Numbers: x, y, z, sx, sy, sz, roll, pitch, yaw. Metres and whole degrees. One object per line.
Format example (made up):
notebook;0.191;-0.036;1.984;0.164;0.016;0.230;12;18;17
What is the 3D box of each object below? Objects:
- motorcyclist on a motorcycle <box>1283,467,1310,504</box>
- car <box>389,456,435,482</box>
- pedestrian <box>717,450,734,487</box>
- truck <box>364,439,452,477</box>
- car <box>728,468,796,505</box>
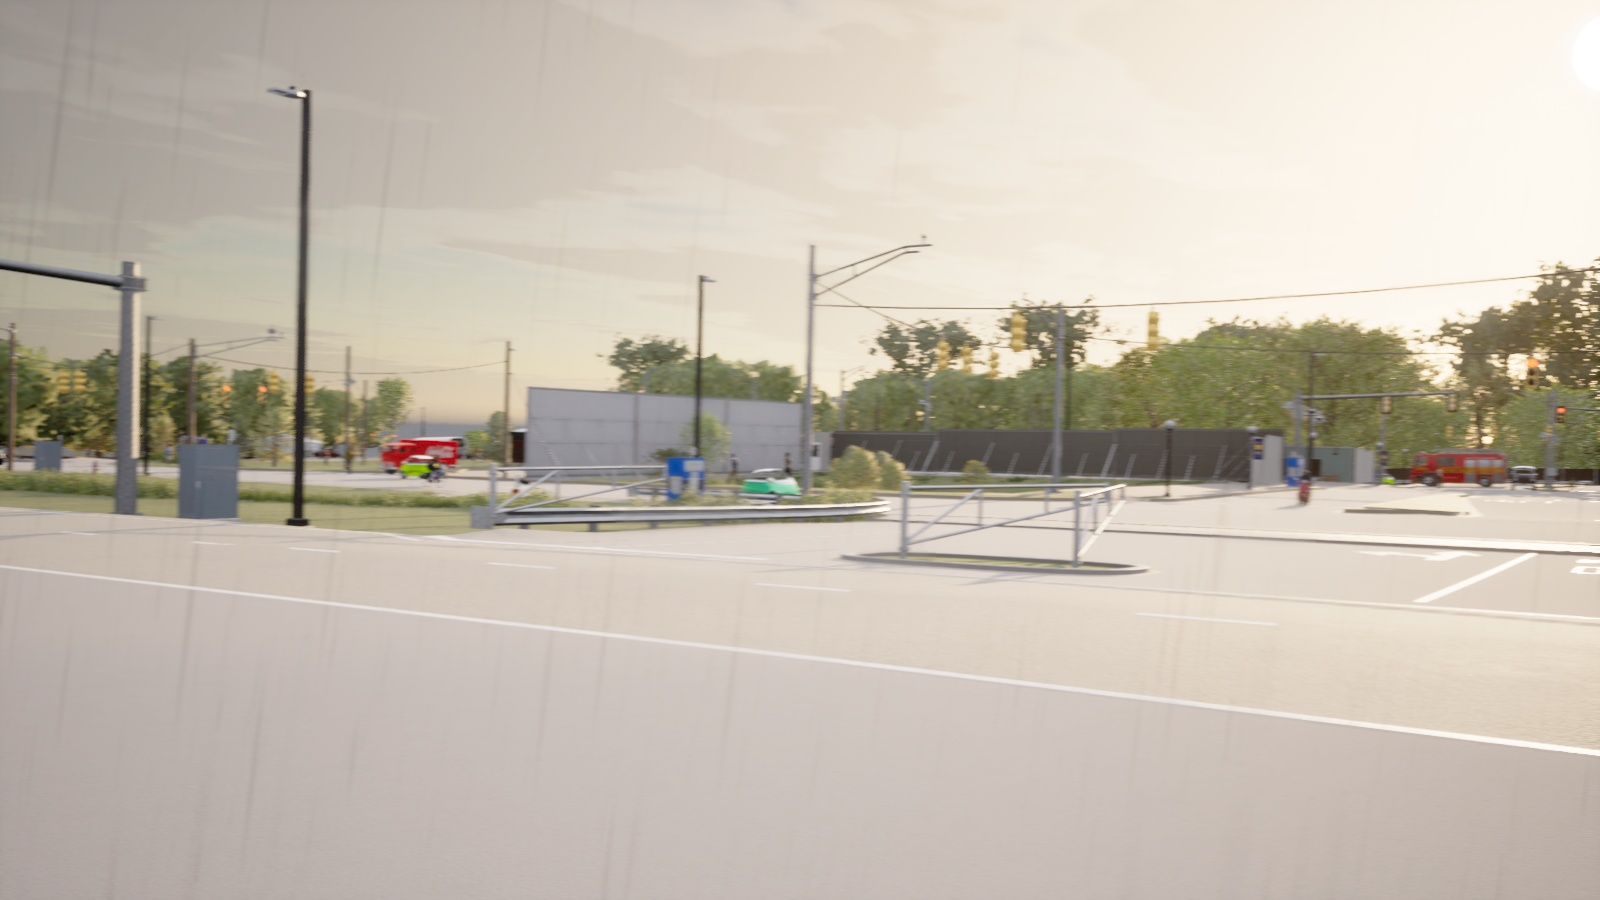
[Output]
motorcyclist on a motorcycle;21.986;1.576;55.588;0.866;1.590;1.817;1;0;29
car;-22.311;1.084;72.192;2.207;1.376;1.481;1;1;34
pedestrian;-3.997;1.002;67.072;0.788;1.949;0.423;2;1;34
truck;-26.862;0.589;86.200;2.627;2.467;5.204;2;0;32
car;-1.500;1.413;49.513;2.207;1.376;1.481;0;0;34
